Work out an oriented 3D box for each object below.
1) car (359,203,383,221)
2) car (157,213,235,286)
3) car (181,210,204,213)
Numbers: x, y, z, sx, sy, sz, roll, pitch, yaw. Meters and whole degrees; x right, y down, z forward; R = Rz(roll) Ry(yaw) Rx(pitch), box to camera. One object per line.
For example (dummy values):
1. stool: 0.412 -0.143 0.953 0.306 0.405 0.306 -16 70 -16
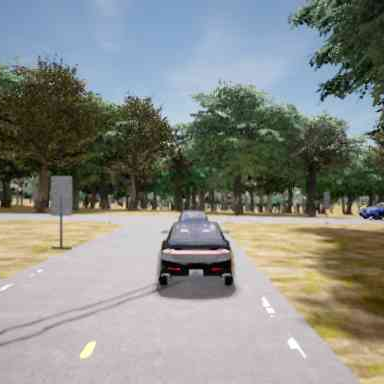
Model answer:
1. car: 22.550 2.280 38.953 5.566 2.045 2.150 2 0 -12
2. car: 0.104 1.560 9.621 2.128 1.511 4.902 0 -1 0
3. car: 0.049 1.732 19.216 2.033 1.411 5.357 0 -1 -2
